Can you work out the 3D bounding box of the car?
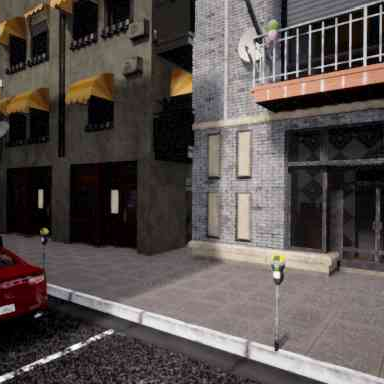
[{"bbox_3d":[-4.460,1.543,6.051,4.507,1.381,1.887,0,1,36],"label":"car"}]
